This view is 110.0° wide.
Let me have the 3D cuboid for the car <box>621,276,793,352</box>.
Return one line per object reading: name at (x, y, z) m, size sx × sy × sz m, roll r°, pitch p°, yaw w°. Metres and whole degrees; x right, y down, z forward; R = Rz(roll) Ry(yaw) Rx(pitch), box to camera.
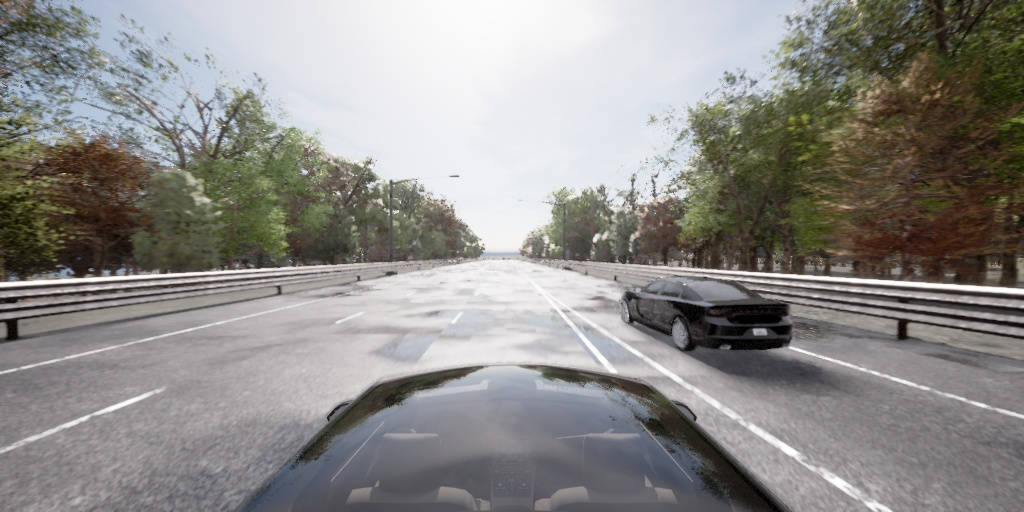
car at (4.341, 1.231, 8.976) m, size 1.882 × 1.535 × 5.008 m, roll 0°, pitch 0°, yaw -4°
